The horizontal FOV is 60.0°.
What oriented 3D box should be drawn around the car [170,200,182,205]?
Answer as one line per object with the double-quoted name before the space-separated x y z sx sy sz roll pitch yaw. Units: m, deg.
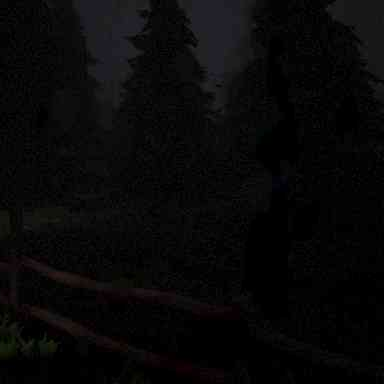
"car" -2.751 1.591 37.141 4.181 1.385 1.994 0 0 -13
